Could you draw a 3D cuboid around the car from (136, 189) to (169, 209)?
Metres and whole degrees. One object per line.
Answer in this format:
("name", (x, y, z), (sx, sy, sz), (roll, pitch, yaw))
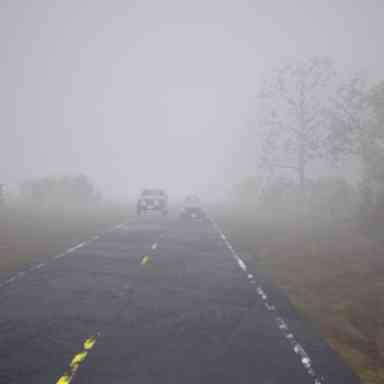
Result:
("car", (-3.003, 0.711, 26.237), (2.150, 2.045, 5.566), (0, 0, 0))

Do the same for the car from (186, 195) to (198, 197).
("car", (0.008, 1.090, 40.929), (2.097, 1.767, 4.553), (0, 0, -1))

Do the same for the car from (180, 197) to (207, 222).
("car", (0.095, 1.370, 24.343), (1.812, 1.442, 4.674), (0, 0, 0))
